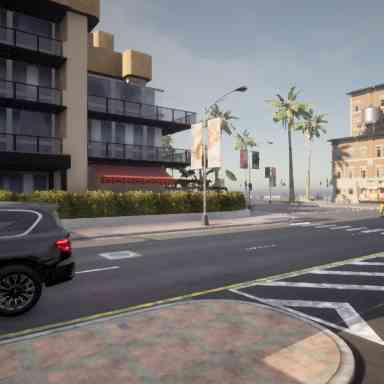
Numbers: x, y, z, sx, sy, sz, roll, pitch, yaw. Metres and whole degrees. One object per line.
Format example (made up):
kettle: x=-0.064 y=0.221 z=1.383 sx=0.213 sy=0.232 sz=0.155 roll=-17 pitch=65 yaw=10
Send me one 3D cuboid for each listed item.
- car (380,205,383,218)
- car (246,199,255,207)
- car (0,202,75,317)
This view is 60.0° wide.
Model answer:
car: x=17.595 y=1.477 z=27.425 sx=1.882 sy=1.535 sz=5.008 roll=1 pitch=0 yaw=0
car: x=7.065 y=1.490 z=48.506 sx=2.128 sy=1.511 sz=4.902 roll=0 pitch=0 yaw=-35
car: x=-5.020 y=1.221 z=5.937 sx=5.566 sy=2.045 sz=2.150 roll=0 pitch=0 yaw=-35
